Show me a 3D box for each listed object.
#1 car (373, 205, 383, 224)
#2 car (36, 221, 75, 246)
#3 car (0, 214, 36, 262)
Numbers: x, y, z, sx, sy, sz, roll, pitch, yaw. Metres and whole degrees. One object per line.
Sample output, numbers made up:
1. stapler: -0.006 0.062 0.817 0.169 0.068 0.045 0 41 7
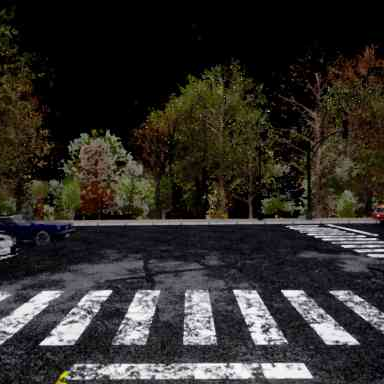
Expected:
1. car: 14.631 1.127 21.171 5.566 2.045 2.150 -1 -1 1
2. car: -7.758 1.645 14.784 4.718 1.301 1.895 -1 -1 1
3. car: -7.719 1.477 10.315 4.902 1.511 2.128 -1 -1 17
